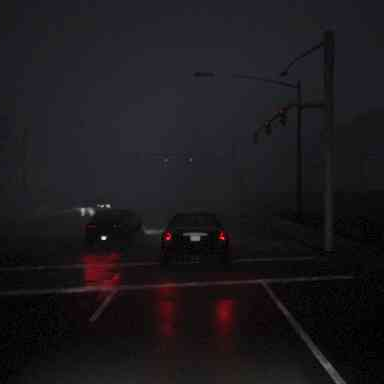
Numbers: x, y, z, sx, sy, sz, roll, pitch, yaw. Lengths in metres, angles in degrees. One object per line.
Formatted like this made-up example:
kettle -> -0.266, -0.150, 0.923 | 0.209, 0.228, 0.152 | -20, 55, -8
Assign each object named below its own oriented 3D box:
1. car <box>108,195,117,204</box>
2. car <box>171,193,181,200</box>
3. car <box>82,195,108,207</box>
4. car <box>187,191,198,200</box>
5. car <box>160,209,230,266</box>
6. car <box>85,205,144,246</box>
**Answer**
car -> -14.010, 1.233, 56.342 | 2.128, 1.511, 4.902 | 0, 0, 1
car -> -3.481, 0.984, 72.733 | 1.882, 1.535, 5.008 | 0, 0, 0
car -> -14.013, 1.298, 47.120 | 2.128, 1.511, 4.902 | 0, 0, 0
car -> 0.018, 0.729, 72.761 | 2.150, 2.045, 5.566 | 0, 0, 0
car -> 0.101, 1.356, 11.733 | 2.097, 1.767, 4.553 | 0, 0, 0
car -> -3.396, 1.504, 15.246 | 1.837, 1.490, 4.892 | 0, 0, 0
